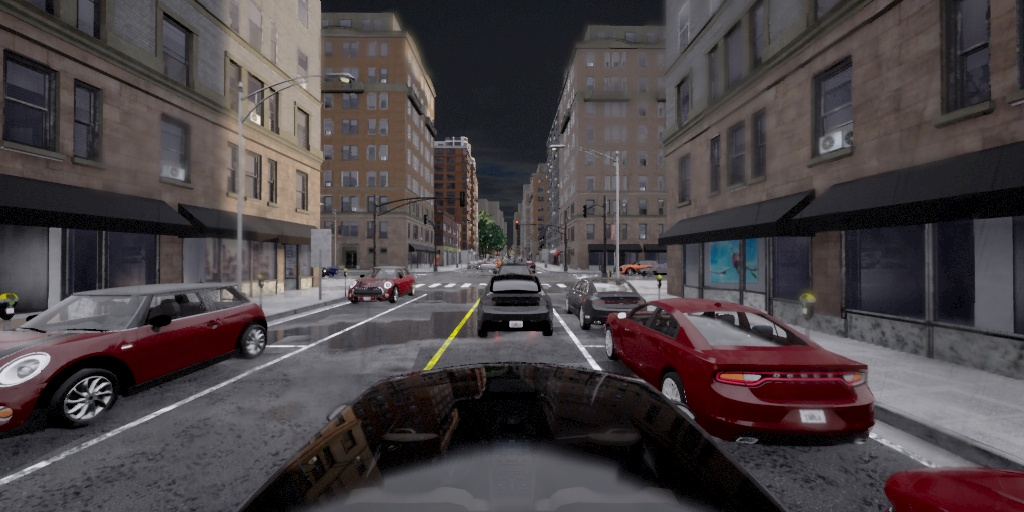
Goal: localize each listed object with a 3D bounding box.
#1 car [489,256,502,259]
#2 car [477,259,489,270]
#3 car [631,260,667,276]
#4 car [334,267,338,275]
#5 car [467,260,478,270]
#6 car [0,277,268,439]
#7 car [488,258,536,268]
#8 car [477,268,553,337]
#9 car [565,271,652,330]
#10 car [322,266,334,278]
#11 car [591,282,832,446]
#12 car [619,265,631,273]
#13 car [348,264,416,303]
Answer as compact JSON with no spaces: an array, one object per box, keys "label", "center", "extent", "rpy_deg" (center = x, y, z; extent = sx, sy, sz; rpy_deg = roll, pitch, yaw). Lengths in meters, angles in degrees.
[{"label":"car","center":[-3.147,1.158,60.628],"extent":[2.097,1.767,4.553],"rpy_deg":[0,0,0]},{"label":"car","center":[-3.202,1.387,49.489],"extent":[1.895,1.301,4.718],"rpy_deg":[0,0,3]},{"label":"car","center":[15.203,1.395,36.019],"extent":[5.357,1.411,2.033],"rpy_deg":[0,0,0]},{"label":"car","center":[-18.398,1.150,32.441],"extent":[5.008,1.535,1.882],"rpy_deg":[0,0,0]},{"label":"car","center":[-5.888,1.345,54.774],"extent":[2.007,1.370,4.403],"rpy_deg":[0,0,0]},{"label":"car","center":[-5.850,1.190,5.426],"extent":[1.967,1.591,4.097],"rpy_deg":[0,0,0]},{"label":"car","center":[0.127,1.108,17.748],"extent":[2.097,1.767,4.553],"rpy_deg":[0,0,0]},{"label":"car","center":[0.060,1.258,10.334],"extent":[1.837,1.490,4.892],"rpy_deg":[0,0,-1]},{"label":"car","center":[2.687,1.303,10.908],"extent":[2.007,1.370,4.403],"rpy_deg":[0,0,0]},{"label":"car","center":[-18.009,0.869,29.187],"extent":[5.566,2.045,2.150],"rpy_deg":[0,0,0]},{"label":"car","center":[2.676,1.296,5.417],"extent":[1.888,1.381,4.507],"rpy_deg":[0,0,0]},{"label":"car","center":[14.039,1.221,39.280],"extent":[4.553,1.767,2.097],"rpy_deg":[0,0,0]},{"label":"car","center":[-5.829,1.195,16.413],"extent":[1.967,1.591,4.097],"rpy_deg":[0,0,0]}]
